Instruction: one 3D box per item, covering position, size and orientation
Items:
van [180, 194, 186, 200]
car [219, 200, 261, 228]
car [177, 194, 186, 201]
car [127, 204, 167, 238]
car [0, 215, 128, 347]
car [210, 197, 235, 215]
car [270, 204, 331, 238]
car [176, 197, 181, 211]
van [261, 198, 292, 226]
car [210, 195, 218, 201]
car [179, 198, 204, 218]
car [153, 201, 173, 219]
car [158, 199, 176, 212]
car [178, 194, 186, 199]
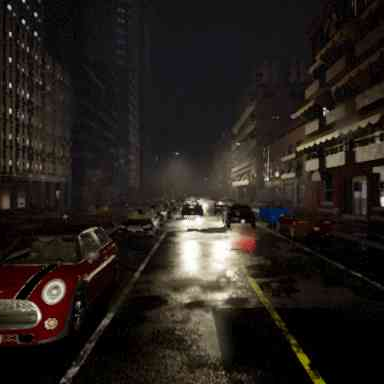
[{"bbox_3d":[-2.528,1.415,94.802,1.690,1.788,3.998,0,0,0],"label":"van"},{"bbox_3d":[3.079,1.512,22.363,1.837,1.490,4.892,0,0,1],"label":"car"},{"bbox_3d":[-2.547,1.371,83.756,2.192,1.841,5.009,0,0,0],"label":"car"},{"bbox_3d":[-2.665,1.548,17.480,2.008,1.369,4.403,0,0,0],"label":"car"},{"bbox_3d":[-2.685,1.436,6.436,1.967,1.590,4.097,0,0,0],"label":"car"},{"bbox_3d":[3.091,1.559,34.579,2.033,1.411,5.357,0,0,1],"label":"car"},{"bbox_3d":[5.716,1.554,17.465,1.887,1.381,4.507,0,0,0],"label":"car"},{"bbox_3d":[-2.625,1.571,39.573,1.947,1.339,4.313,0,0,0],"label":"car"},{"bbox_3d":[5.726,1.352,22.988,1.690,1.788,3.998,0,0,0],"label":"van"},{"bbox_3d":[5.843,1.621,89.263,1.887,1.381,4.507,0,0,0],"label":"car"},{"bbox_3d":[0.052,1.569,30.384,1.994,1.385,4.181,0,0,0],"label":"car"},{"bbox_3d":[-2.655,1.550,23.004,2.008,1.369,4.403,0,0,0],"label":"car"},{"bbox_3d":[-2.645,1.441,28.527,1.967,1.590,4.097,0,0,0],"label":"car"},{"bbox_3d":[-2.566,1.606,72.710,1.947,1.339,4.313,0,0,0],"label":"car"}]
